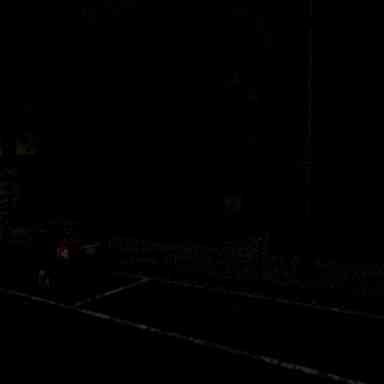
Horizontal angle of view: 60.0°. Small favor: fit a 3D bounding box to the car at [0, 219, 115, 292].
[{"bbox_3d":[-4.101,1.435,8.951,4.097,1.590,1.967,0,1,31],"label":"car"}]
